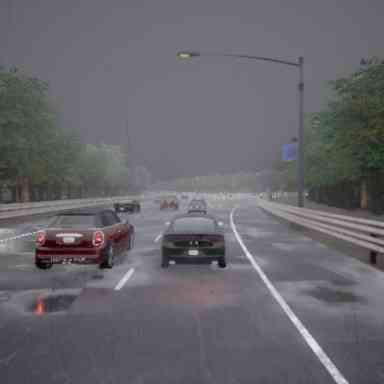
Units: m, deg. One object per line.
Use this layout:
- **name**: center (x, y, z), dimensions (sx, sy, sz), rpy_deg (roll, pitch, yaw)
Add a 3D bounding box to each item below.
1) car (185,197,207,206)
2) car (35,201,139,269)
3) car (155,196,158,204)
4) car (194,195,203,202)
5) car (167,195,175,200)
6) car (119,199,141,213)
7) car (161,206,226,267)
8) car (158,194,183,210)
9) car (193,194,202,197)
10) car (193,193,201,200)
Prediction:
- **car**: center (0.524, 1.488, 33.291), dimensions (2.033, 1.411, 5.357), rpy_deg (0, 0, 2)
- **car**: center (-3.345, 1.340, 11.240), dimensions (2.097, 1.767, 4.553), rpy_deg (0, 0, 1)
- **car**: center (-5.664, 1.353, 60.692), dimensions (2.128, 1.511, 4.902), rpy_deg (0, 0, 1)
- **car**: center (1.420, 1.342, 71.039), dimensions (1.882, 1.535, 5.008), rpy_deg (0, 0, 1)
- **car**: center (-5.568, 1.427, 88.621), dimensions (1.994, 1.385, 4.181), rpy_deg (0, 0, -1)
- **car**: center (-6.403, 1.410, 33.283), dimensions (1.882, 1.535, 5.008), rpy_deg (0, 0, 2)
- **car**: center (0.069, 1.469, 11.393), dimensions (1.882, 1.535, 5.008), rpy_deg (0, 0, 1)
- **car**: center (-2.668, 1.263, 41.553), dimensions (2.097, 1.767, 4.553), rpy_deg (0, 0, 2)
- **car**: center (0.978, 1.423, 50.583), dimensions (1.812, 1.442, 4.674), rpy_deg (0, 0, 2)
- **car**: center (1.408, 1.239, 90.824), dimensions (2.097, 1.767, 4.553), rpy_deg (0, 0, -1)
